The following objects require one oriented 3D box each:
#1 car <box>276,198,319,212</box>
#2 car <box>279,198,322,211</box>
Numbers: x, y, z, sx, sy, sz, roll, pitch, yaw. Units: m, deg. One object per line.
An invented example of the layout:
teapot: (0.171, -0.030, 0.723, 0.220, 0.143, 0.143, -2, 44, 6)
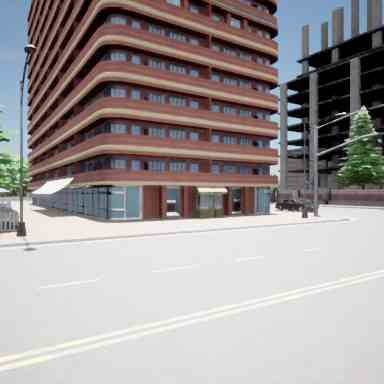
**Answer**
car: (11.789, 1.505, 37.954, 1.837, 1.490, 4.892, 0, 0, -32)
car: (13.548, 1.491, 41.705, 2.128, 1.511, 4.902, 0, 0, -33)
